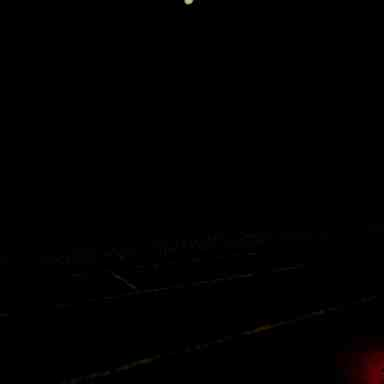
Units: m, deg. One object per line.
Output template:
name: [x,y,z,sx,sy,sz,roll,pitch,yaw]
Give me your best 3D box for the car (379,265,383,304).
car: [5.609,1.548,6.389,4.892,1.490,1.837,1,-1,-31]
